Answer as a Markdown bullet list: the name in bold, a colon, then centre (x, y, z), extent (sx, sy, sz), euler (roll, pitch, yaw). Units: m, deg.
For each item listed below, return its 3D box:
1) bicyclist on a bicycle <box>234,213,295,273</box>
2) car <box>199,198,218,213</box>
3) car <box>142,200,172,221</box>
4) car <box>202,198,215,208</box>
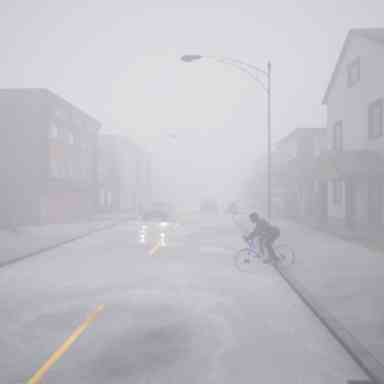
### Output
- **bicyclist on a bicycle**: centre (1.922, 1.372, 9.058), extent (1.656, 1.620, 0.582), euler (-7, 0, 3)
- **car**: centre (1.839, 1.434, 36.598), extent (2.128, 1.511, 4.902), euler (0, 0, 3)
- **car**: centre (-2.751, 1.464, 26.869), extent (1.837, 1.490, 4.892), euler (0, 0, 3)
- **car**: centre (2.447, 1.524, 48.952), extent (1.895, 1.301, 4.718), euler (0, 0, 3)
